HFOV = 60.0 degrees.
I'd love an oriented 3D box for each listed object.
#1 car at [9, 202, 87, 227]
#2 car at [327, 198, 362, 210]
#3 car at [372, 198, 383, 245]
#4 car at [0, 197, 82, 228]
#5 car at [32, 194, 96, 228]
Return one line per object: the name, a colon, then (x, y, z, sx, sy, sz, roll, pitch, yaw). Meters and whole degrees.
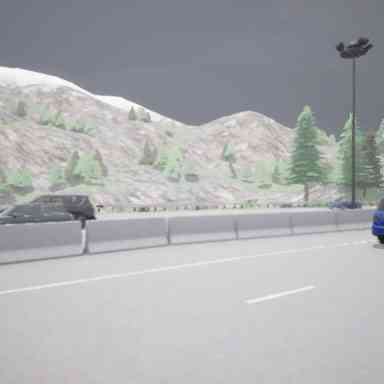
car: (-9.730, 1.464, 22.612, 4.674, 1.442, 1.812, 0, 0, -33)
car: (19.238, 1.462, 41.787, 4.674, 1.442, 1.812, 0, 0, -21)
car: (9.943, 1.204, 13.899, 5.566, 2.045, 2.150, 0, 0, -29)
car: (-7.841, 1.308, 15.425, 4.553, 1.767, 2.097, 0, 0, -34)
car: (-8.454, 1.169, 19.276, 5.566, 2.045, 2.150, 0, 0, -34)
